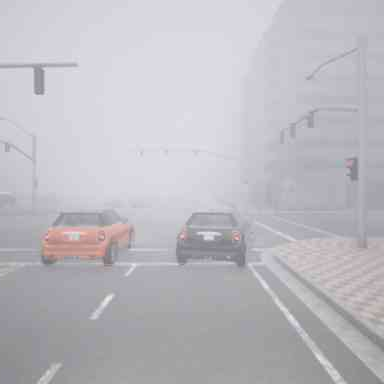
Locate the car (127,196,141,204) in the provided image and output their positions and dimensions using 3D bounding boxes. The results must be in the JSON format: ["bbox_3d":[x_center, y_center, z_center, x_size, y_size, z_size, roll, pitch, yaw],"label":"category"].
[{"bbox_3d":[-10.531,1.424,60.693,1.837,1.490,4.892,0,0,1],"label":"car"}]

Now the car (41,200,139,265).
[{"bbox_3d":[-3.408,1.332,11.731,2.097,1.767,4.553,0,0,0],"label":"car"}]

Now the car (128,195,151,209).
[{"bbox_3d":[-7.083,1.466,44.775,1.812,1.442,4.674,0,0,0],"label":"car"}]

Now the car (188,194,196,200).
[{"bbox_3d":[0.004,1.302,80.717,1.994,1.385,4.181,0,0,0],"label":"car"}]

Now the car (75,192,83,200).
[{"bbox_3d":[-27.438,1.048,82.160,1.905,1.878,3.866,0,0,0],"label":"car"}]

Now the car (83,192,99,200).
[{"bbox_3d":[-24.544,1.045,82.095,1.932,1.855,4.605,0,0,0],"label":"car"}]

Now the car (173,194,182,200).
[{"bbox_3d":[-3.496,1.274,80.717,1.812,1.442,4.674,0,0,0],"label":"car"}]

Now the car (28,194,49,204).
[{"bbox_3d":[-30.207,1.310,64.703,1.970,1.475,3.806,0,0,0],"label":"car"}]

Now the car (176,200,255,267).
[{"bbox_3d":[0.977,1.333,11.650,2.097,1.767,4.553,0,0,13],"label":"car"}]

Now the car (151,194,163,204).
[{"bbox_3d":[-7.046,1.272,59.876,2.097,1.767,4.553,0,0,1],"label":"car"}]

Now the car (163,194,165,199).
[{"bbox_3d":[-6.996,1.176,74.935,1.882,1.535,5.008,0,0,0],"label":"car"}]

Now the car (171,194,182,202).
[{"bbox_3d":[-3.496,1.453,72.005,1.994,1.385,4.181,0,0,0],"label":"car"}]

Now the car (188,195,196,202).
[{"bbox_3d":[0.004,1.496,72.034,1.895,1.301,4.718,0,0,0],"label":"car"}]

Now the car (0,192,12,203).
[{"bbox_3d":[-47.062,1.048,82.193,1.905,1.878,3.866,0,0,0],"label":"car"}]

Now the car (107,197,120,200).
[{"bbox_3d":[-10.581,1.466,44.733,1.812,1.442,4.674,0,0,0],"label":"car"}]
